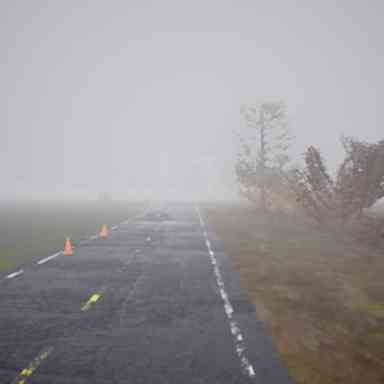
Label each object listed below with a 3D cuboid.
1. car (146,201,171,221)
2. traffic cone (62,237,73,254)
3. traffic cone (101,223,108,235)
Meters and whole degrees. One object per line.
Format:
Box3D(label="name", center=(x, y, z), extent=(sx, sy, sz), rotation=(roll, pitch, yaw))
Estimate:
Box3D(label="car", center=(-2.754, 1.463, 27.120), extent=(1.812, 1.442, 4.674), rotation=(0, 0, -5))
Box3D(label="traffic cone", center=(-4.522, 1.931, 12.154), extent=(0.340, 0.580, 0.340), rotation=(0, 0, 0))
Box3D(label="traffic cone", center=(-4.521, 1.919, 17.154), extent=(0.340, 0.580, 0.340), rotation=(0, 0, 0))
